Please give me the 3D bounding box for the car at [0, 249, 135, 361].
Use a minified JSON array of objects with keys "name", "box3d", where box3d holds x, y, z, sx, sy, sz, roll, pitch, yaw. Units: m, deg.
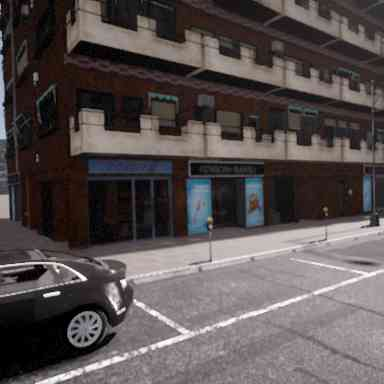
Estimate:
[{"name":"car","box3d":[-2.949,1.547,4.466,4.403,1.369,2.008,-1,0,-36]}]
